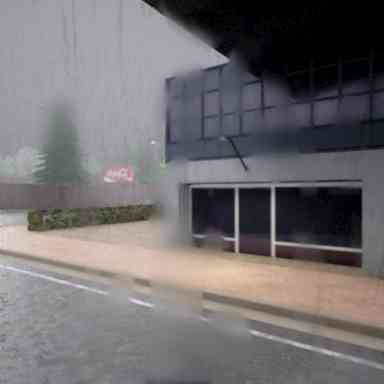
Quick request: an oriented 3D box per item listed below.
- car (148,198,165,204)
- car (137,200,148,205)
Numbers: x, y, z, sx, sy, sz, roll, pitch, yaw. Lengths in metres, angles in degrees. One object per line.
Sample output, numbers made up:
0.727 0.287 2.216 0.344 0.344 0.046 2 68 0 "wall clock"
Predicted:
-3.481 1.625 47.135 1.895 1.301 4.718 0 0 37 "car"
-5.969 1.628 49.649 1.895 1.301 4.718 0 0 37 "car"
